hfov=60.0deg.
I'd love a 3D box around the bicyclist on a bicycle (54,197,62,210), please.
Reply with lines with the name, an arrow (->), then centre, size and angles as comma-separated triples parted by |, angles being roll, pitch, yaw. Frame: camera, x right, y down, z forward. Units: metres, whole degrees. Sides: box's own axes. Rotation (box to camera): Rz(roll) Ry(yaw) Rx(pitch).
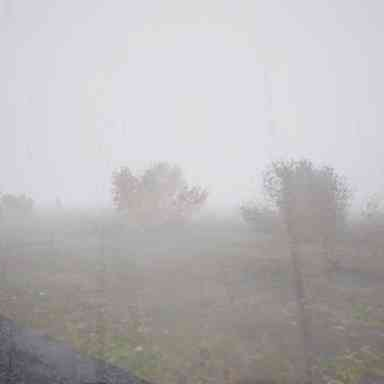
bicyclist on a bicycle -> -16.688, 1.496, 41.331 | 1.656, 1.620, 0.582 | 0, -1, 36
